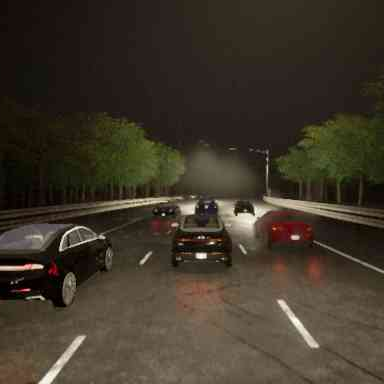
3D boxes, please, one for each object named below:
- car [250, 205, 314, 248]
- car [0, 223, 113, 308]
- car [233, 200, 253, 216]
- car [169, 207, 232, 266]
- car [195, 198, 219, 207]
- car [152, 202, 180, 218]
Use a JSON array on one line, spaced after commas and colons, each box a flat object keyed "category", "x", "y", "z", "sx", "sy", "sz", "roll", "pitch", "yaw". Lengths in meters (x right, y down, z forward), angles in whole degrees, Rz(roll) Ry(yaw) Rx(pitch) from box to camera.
[{"category": "car", "x": 3.930, "y": 1.528, "z": 14.709, "sx": 1.812, "sy": 1.442, "sz": 4.674, "roll": 0, "pitch": 0, "yaw": 2}, {"category": "car", "x": -3.268, "y": 1.487, "z": 7.913, "sx": 2.128, "sy": 1.511, "sz": 4.902, "roll": 0, "pitch": 0, "yaw": 1}, {"category": "car", "x": 5.051, "y": 1.523, "z": 32.606, "sx": 1.812, "sy": 1.442, "sz": 4.674, "roll": 0, "pitch": 0, "yaw": 5}, {"category": "car", "x": 0.330, "y": 1.504, "z": 11.560, "sx": 1.837, "sy": 1.490, "sz": 4.892, "roll": 0, "pitch": 0, "yaw": 2}, {"category": "car", "x": 1.423, "y": 1.345, "z": 31.139, "sx": 2.097, "sy": 1.767, "sz": 4.553, "roll": 0, "pitch": 0, "yaw": 4}, {"category": "car", "x": -2.204, "y": 1.591, "z": 29.833, "sx": 1.895, "sy": 1.301, "sz": 4.718, "roll": 0, "pitch": 0, "yaw": 4}]
